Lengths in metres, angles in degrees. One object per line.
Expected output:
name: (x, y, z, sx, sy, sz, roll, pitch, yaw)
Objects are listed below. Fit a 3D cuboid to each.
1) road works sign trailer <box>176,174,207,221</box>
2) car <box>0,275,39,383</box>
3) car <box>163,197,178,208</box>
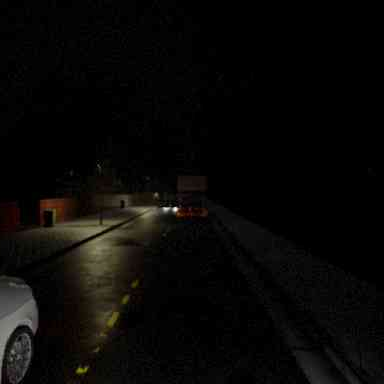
road works sign trailer: (-0.003, 0.372, 25.776, 2.380, 3.560, 2.880, 0, 0, 0)
car: (-2.852, 1.516, 2.506, 1.812, 1.442, 4.674, 0, 0, 0)
car: (-2.840, 1.394, 45.767, 2.033, 1.411, 5.357, 0, 0, 0)
